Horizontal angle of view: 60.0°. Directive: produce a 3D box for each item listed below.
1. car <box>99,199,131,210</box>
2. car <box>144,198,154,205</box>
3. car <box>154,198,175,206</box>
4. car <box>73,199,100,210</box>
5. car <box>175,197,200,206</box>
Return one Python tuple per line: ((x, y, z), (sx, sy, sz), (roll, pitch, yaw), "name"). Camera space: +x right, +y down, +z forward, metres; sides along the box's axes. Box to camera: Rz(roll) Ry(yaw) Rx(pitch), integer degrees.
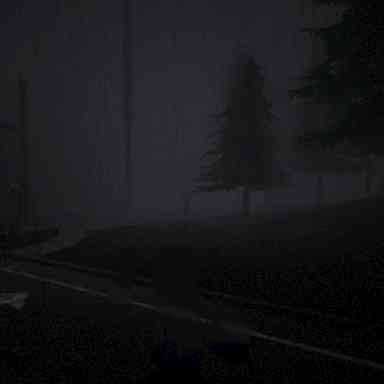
((-10.790, 1.865, 48.295), (1.994, 1.385, 4.181), (-1, 0, 35), "car")
((-7.260, 1.855, 65.410), (2.128, 1.511, 4.902), (-1, 0, 36), "car")
((-4.628, 1.895, 63.094), (1.994, 1.385, 4.181), (-1, 0, 36), "car")
((-14.467, 1.822, 49.146), (2.128, 1.511, 4.902), (-1, 0, 35), "car")
((-0.472, 1.795, 62.908), (2.128, 1.511, 4.902), (-1, 0, 36), "car")
